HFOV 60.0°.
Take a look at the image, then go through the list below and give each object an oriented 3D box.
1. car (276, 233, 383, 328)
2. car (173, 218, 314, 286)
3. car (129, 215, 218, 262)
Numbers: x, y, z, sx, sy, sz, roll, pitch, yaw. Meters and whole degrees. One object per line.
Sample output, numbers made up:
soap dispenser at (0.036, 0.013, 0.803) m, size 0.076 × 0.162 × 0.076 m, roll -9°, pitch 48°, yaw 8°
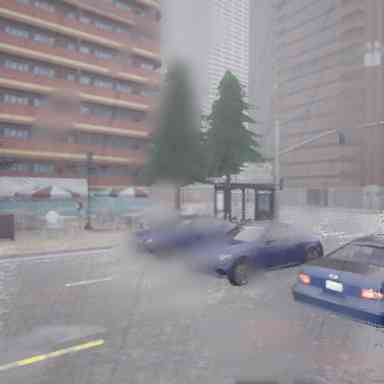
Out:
car at (4.381, 1.618, 6.968) m, size 5.357 × 1.411 × 2.033 m, roll 1°, pitch 0°, yaw -36°
car at (1.977, 1.599, 9.728) m, size 4.674 × 1.442 × 1.812 m, roll 1°, pitch -1°, yaw -36°
car at (-0.064, 1.605, 12.569) m, size 4.674 × 1.442 × 1.812 m, roll 1°, pitch -1°, yaw -36°
